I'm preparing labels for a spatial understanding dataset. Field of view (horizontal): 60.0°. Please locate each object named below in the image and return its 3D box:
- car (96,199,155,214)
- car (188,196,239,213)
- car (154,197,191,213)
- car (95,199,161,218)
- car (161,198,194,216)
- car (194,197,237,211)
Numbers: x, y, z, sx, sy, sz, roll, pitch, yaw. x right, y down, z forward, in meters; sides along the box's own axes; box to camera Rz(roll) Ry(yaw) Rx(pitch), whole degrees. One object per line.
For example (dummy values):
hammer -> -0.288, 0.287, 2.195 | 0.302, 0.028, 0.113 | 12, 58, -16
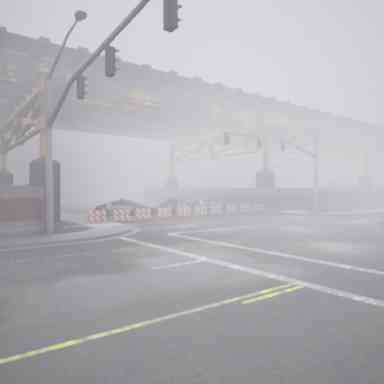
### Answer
car -> -5.548, 1.193, 28.124 | 4.536, 1.218, 1.853 | 0, 0, 8
car -> 2.161, 1.263, 34.561 | 4.974, 1.542, 2.038 | 0, 0, -7
car -> -1.735, 1.152, 30.851 | 1.853, 1.218, 4.536 | 0, 0, 18
car -> -5.495, 1.350, 28.117 | 4.974, 1.542, 2.038 | 0, 0, 8
car -> -1.750, 1.310, 30.802 | 2.038, 1.542, 4.974 | 0, 0, 18
car -> 2.108, 1.106, 34.553 | 4.536, 1.218, 1.853 | 0, 0, -7
